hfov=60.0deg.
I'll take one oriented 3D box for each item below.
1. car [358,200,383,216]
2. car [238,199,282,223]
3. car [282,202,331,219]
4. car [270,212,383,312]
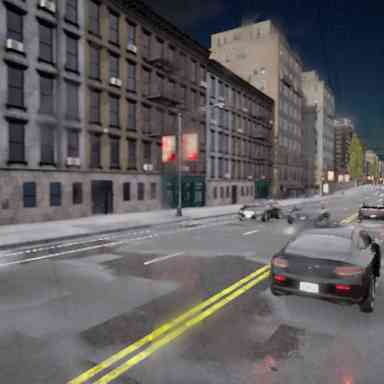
[{"bbox_3d":[12.592,1.304,22.825,2.128,1.511,4.902,1,1,32],"label":"car"},{"bbox_3d":[4.823,1.228,22.982,2.128,1.511,4.902,1,1,32],"label":"car"},{"bbox_3d":[7.526,1.345,21.176,1.994,1.385,4.181,1,1,32],"label":"car"},{"bbox_3d":[3.197,1.434,7.599,1.812,1.442,4.674,1,1,32],"label":"car"}]
